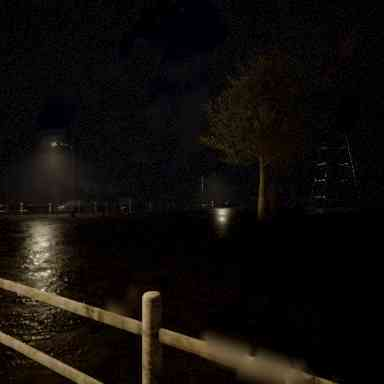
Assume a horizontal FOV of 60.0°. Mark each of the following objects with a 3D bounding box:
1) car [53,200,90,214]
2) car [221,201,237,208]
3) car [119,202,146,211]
[{"bbox_3d":[-15.689,1.896,43.211,2.097,1.767,4.553,-2,-2,36],"label":"car"},{"bbox_3d":[7.710,2.628,69.464,1.994,1.385,4.181,-2,-2,36],"label":"car"},{"bbox_3d":[-9.263,2.258,52.143,1.812,1.442,4.674,-2,-2,36],"label":"car"}]
